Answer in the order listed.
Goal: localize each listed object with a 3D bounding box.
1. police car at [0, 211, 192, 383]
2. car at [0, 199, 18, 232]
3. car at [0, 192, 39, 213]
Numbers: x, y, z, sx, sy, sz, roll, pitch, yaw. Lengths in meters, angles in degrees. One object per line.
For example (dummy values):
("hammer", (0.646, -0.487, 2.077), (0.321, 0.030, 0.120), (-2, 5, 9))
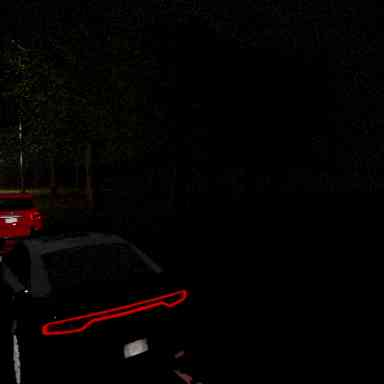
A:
("police car", (-2.036, 1.325, 5.420), (1.930, 1.638, 5.238), (-3, 2, -35))
("car", (-11.071, 1.235, 18.490), (1.837, 1.490, 4.892), (-3, 2, -35))
("car", (-7.681, 1.030, 13.571), (2.150, 2.045, 5.566), (-3, 2, -35))
